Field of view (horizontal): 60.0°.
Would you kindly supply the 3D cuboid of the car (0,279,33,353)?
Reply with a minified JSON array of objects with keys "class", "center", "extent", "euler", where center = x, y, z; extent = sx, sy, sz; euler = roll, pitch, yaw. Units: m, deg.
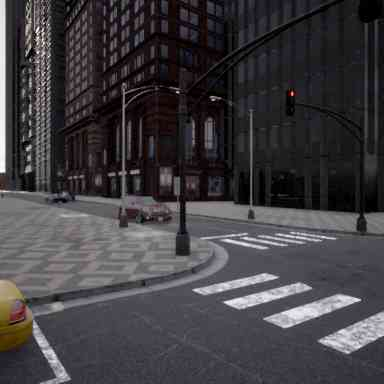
[{"class":"car","center":[-4.393,1.525,3.515],"extent":[4.829,1.417,1.752],"euler":[0,0,-35]}]

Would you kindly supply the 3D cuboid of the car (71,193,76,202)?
[{"class":"car","center":[-18.352,0.643,48.302],"extent":[1.812,1.442,4.674],"euler":[0,1,-36]}]

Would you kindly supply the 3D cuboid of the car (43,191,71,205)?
[{"class":"car","center":[-16.594,0.840,40.433],"extent":[1.895,1.301,4.718],"euler":[0,1,-36]}]

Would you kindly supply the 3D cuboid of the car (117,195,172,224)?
[{"class":"car","center":[-3.184,1.004,21.793],"extent":[2.097,1.767,4.553],"euler":[0,1,-36]}]
